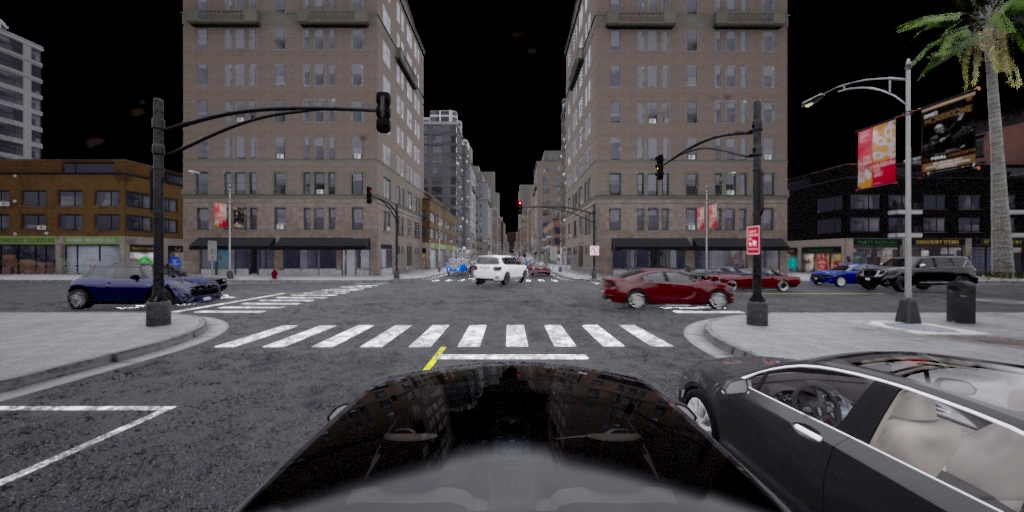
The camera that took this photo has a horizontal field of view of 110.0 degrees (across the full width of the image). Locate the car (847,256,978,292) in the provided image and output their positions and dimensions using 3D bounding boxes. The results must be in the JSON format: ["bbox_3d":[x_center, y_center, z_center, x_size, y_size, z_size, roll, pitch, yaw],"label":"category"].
[{"bbox_3d":[23.611,1.005,21.021,5.566,2.045,2.150,0,0,0],"label":"car"}]

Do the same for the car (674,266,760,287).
[{"bbox_3d":[13.739,1.363,24.223,4.718,1.301,1.895,0,0,0],"label":"car"}]

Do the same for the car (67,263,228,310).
[{"bbox_3d":[-14.263,1.084,14.133,4.553,1.767,2.097,0,0,0],"label":"car"}]

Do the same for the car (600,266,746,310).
[{"bbox_3d":[6.065,1.240,14.235,5.008,1.535,1.882,0,0,0],"label":"car"}]

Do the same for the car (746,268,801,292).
[{"bbox_3d":[13.857,1.368,20.974,4.718,1.301,1.895,0,0,0],"label":"car"}]

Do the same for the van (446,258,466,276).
[{"bbox_3d":[-5.700,1.089,36.934,1.690,1.789,3.998,0,0,0],"label":"van"}]

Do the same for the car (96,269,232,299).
[{"bbox_3d":[-16.691,1.324,17.377,4.718,1.301,1.895,0,0,-1],"label":"car"}]

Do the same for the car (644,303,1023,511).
[{"bbox_3d":[2.669,1.300,2.246,2.007,1.370,4.403,0,0,0],"label":"car"}]

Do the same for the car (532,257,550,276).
[{"bbox_3d":[2.825,1.188,36.895,1.967,1.591,4.097,0,0,0],"label":"car"}]

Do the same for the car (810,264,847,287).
[{"bbox_3d":[23.058,1.256,24.268,5.008,1.535,1.882,0,0,0],"label":"car"}]

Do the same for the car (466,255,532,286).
[{"bbox_3d":[-0.719,0.970,25.505,2.150,2.045,5.566,1,0,23],"label":"car"}]
